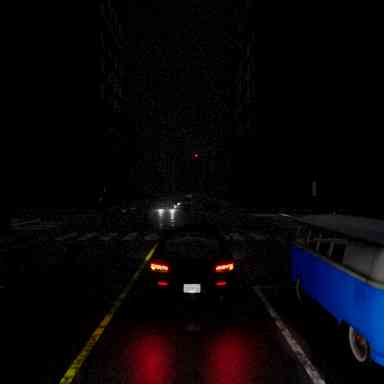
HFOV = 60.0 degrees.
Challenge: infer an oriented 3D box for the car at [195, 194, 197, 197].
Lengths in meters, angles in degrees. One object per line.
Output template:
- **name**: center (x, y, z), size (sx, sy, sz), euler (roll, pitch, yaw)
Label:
- **car**: center (2.284, 1.521, 72.279), size (2.008, 1.369, 4.403), euler (0, 0, -1)

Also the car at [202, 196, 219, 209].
- **car**: center (2.655, 1.516, 44.822), size (1.752, 1.417, 4.829), euler (0, 0, -1)

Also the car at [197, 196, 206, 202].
- **car**: center (2.209, 1.546, 77.805), size (1.802, 1.307, 4.206), euler (0, 0, -1)

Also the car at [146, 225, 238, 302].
- **car**: center (0.001, 1.525, 8.141), size (1.812, 1.442, 4.674), euler (0, 0, 0)

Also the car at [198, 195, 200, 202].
- **car**: center (2.508, 1.535, 55.703), size (2.008, 1.369, 4.403), euler (0, 0, -1)

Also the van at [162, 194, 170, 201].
- **van**: center (-6.388, 1.299, 83.214), size (1.690, 1.788, 3.998), euler (0, 0, -1)

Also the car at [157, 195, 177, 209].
- **car**: center (-3.309, 1.495, 45.061), size (1.837, 1.490, 4.892), euler (0, 0, -2)

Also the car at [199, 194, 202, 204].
- **car**: center (2.582, 1.428, 50.177), size (1.967, 1.590, 4.097), euler (0, 0, -1)

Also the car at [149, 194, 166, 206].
- **car**: center (-6.017, 1.299, 55.588), size (2.192, 1.841, 5.009), euler (0, 0, -1)

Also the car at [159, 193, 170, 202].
- **car**: center (-6.316, 1.279, 77.690), size (2.192, 1.841, 5.009), euler (0, 0, -1)

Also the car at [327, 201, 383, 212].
- **car**: center (14.609, 1.517, 28.845), size (4.674, 1.442, 1.812), euler (0, 0, -3)

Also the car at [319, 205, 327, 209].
- **car**: center (14.424, 1.583, 32.096), size (4.718, 1.301, 1.895), euler (0, 0, 2)

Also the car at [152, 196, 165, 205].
- **car**: center (-6.092, 1.531, 61.114), size (2.008, 1.369, 4.403), euler (0, 0, -1)

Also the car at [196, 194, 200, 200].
- **car**: center (2.358, 1.520, 66.755), size (1.887, 1.381, 4.507), euler (0, 0, -1)

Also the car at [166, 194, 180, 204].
- **car**: center (-3.433, 1.548, 55.805), size (1.994, 1.385, 4.181), euler (0, 0, 0)

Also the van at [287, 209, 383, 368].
- **van**: center (2.855, 1.341, 5.463), size (1.690, 1.788, 3.998), euler (0, 0, 0)

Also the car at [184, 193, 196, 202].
- **car**: center (-0.600, 1.561, 74.209), size (1.895, 1.301, 4.718), euler (0, 0, -1)

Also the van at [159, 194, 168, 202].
- **van**: center (-6.241, 1.312, 72.164), size (1.690, 1.788, 3.998), euler (0, 0, -1)

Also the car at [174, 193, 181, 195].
- **car**: center (-3.533, 1.499, 69.307), size (1.812, 1.442, 4.674), euler (0, 0, -1)

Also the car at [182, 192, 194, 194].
- **car**: center (-0.734, 1.076, 84.209), size (2.150, 2.045, 5.566), euler (0, 0, -1)
